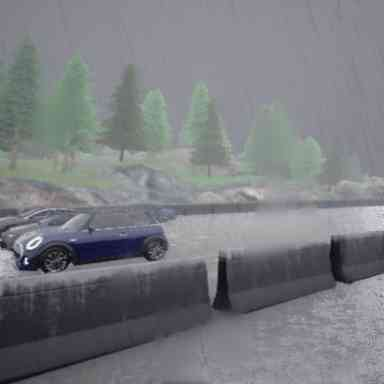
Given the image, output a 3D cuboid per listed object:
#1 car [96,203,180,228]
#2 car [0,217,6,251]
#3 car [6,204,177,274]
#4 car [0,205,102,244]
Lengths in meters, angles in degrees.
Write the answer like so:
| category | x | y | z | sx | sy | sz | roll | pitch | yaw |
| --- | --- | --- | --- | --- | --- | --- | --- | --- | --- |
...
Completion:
| category | x | y | z | sx | sy | sz | roll | pitch | yaw |
| --- | --- | --- | --- | --- | --- | --- | --- | --- | --- |
| car | -3.632 | 1.510 | 22.873 | 5.357 | 1.411 | 2.033 | 0 | 0 | -35 |
| car | -5.222 | 1.540 | 13.158 | 4.181 | 1.385 | 1.994 | 0 | 0 | -35 |
| car | -3.039 | 1.335 | 10.415 | 4.553 | 1.767 | 2.097 | 0 | 0 | -35 |
| car | -7.104 | 1.460 | 16.114 | 4.902 | 1.511 | 2.128 | 0 | 0 | -35 |
